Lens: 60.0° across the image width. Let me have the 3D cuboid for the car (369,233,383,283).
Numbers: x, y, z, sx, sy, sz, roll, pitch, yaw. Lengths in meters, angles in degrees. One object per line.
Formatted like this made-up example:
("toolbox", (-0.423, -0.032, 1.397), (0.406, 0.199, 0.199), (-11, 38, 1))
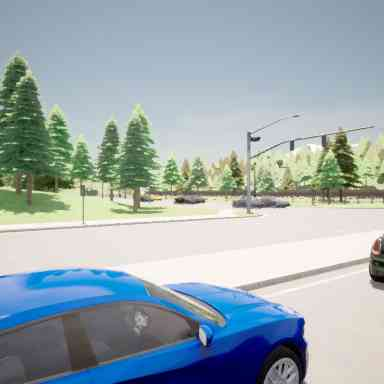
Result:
("car", (6.520, 1.352, 8.418), (4.553, 1.767, 2.097), (0, 0, -35))

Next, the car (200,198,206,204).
("car", (0.539, 1.477, 61.101), (1.882, 1.535, 5.008), (0, 0, -35))

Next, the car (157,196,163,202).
("car", (-8.317, 1.455, 73.912), (1.882, 1.535, 5.008), (0, 0, -35))

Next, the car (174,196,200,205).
("car", (-1.242, 1.477, 57.518), (1.882, 1.535, 5.008), (0, 0, -35))

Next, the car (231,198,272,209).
("car", (7.643, 1.547, 44.774), (2.033, 1.411, 5.357), (0, 0, -35))

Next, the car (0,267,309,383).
("car", (-0.979, 1.478, 3.049), (5.008, 1.535, 1.882), (0, 0, -35))

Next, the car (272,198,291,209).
("car", (11.056, 1.547, 46.002), (2.033, 1.411, 5.357), (0, 0, -35))

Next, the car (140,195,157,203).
("car", (-9.880, 1.497, 70.037), (1.837, 1.490, 4.892), (0, 0, -35))
